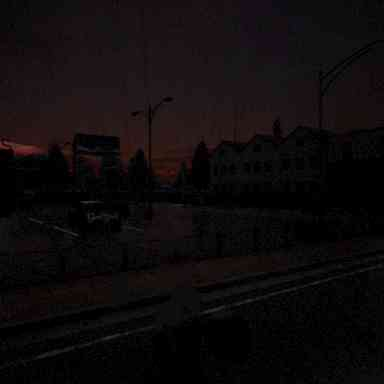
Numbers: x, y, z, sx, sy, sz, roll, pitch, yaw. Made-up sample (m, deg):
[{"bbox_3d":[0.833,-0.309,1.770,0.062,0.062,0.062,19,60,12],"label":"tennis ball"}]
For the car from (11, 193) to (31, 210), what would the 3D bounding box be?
[{"bbox_3d":[-19.836,1.093,38.154,1.905,1.878,3.866,0,0,-36],"label":"car"}]

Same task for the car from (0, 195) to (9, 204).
[{"bbox_3d":[-39.206,1.496,66.103,4.611,1.667,2.242,0,0,-36],"label":"car"}]

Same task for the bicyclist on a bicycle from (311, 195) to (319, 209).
[{"bbox_3d":[13.659,1.128,36.837,1.656,1.620,0.582,0,0,-35],"label":"bicyclist on a bicycle"}]

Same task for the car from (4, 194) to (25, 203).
[{"bbox_3d":[-38.980,1.329,73.232,3.866,1.878,1.905,0,0,-36],"label":"car"}]

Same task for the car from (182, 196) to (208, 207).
[{"bbox_3d":[0.442,1.352,48.858,1.812,1.442,4.674,0,0,-35],"label":"car"}]

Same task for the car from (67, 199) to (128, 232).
[{"bbox_3d":[-5.316,1.248,17.891,1.970,1.475,3.806,0,0,-36],"label":"car"}]

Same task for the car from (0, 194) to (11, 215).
[{"bbox_3d":[-17.922,1.113,29.844,1.932,1.855,4.605,0,0,-36],"label":"car"}]
